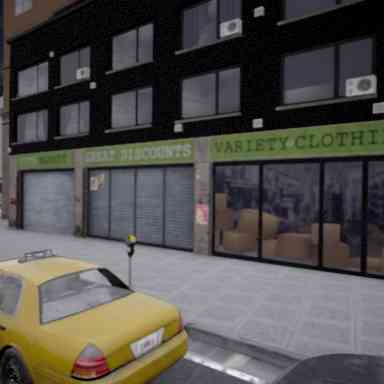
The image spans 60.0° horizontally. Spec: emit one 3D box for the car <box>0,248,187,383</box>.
[{"bbox_3d":[-2.335,1.497,4.757,4.829,1.417,1.752,0,1,36],"label":"car"}]

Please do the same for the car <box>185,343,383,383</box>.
[{"bbox_3d":[2.350,1.558,1.413,4.403,1.369,2.008,0,1,36],"label":"car"}]
